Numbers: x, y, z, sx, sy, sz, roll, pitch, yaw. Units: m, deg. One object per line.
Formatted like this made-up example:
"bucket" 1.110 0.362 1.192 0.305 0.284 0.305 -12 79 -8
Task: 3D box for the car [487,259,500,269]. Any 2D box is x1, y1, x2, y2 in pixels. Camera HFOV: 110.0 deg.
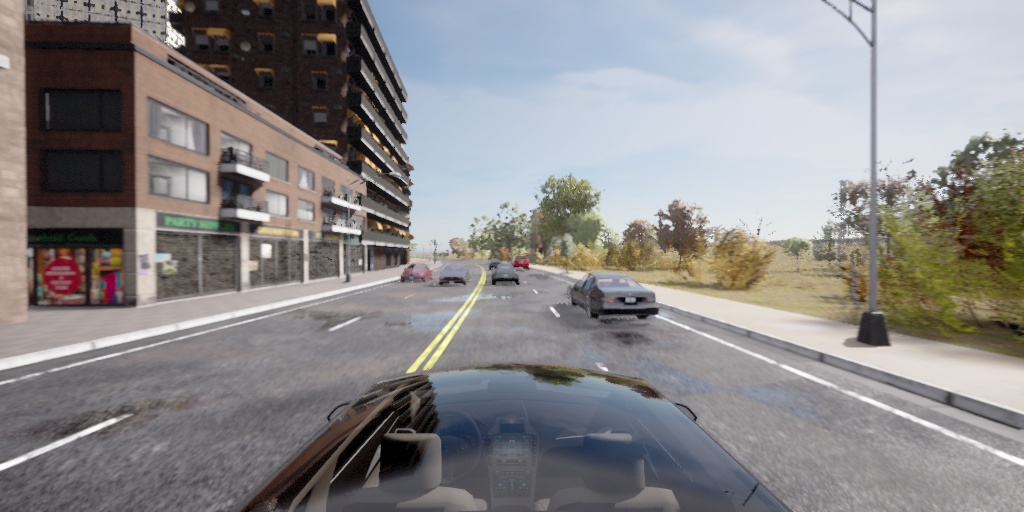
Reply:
"car" -2.474 1.227 52.235 1.837 1.490 4.892 0 0 -6

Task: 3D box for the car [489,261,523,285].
"car" -0.525 1.305 26.476 1.994 1.385 4.181 0 0 -3

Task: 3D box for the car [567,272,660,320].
"car" 3.266 1.283 12.593 2.033 1.411 5.357 0 0 -2

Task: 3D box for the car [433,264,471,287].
"car" -3.911 1.304 25.279 2.033 1.411 5.357 0 0 -3

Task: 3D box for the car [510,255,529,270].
"car" 1.051 0.931 49.818 2.150 2.045 5.566 0 0 -6

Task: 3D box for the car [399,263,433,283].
"car" -7.307 1.293 27.967 1.812 1.442 4.674 0 0 -3
